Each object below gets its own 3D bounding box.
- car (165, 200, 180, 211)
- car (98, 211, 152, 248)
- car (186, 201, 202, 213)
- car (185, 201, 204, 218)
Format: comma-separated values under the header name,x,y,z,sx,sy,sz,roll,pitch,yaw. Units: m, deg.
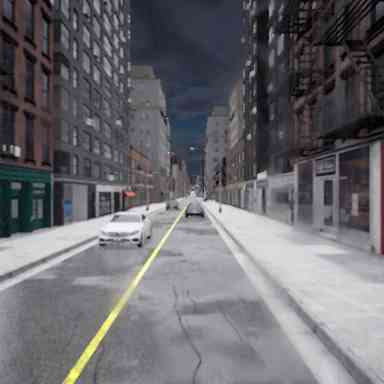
name,x,y,z,sx,sy,sz,roll,pitch,yaw
car,-2.839,1.954,48.714,1.837,1.490,4.892,0,-1,0
car,-3.017,1.675,15.831,1.812,1.442,4.674,0,-1,0
car,0.284,1.959,44.554,2.033,1.411,5.357,0,-1,1
car,0.269,1.885,34.474,1.994,1.385,4.181,0,-1,0
